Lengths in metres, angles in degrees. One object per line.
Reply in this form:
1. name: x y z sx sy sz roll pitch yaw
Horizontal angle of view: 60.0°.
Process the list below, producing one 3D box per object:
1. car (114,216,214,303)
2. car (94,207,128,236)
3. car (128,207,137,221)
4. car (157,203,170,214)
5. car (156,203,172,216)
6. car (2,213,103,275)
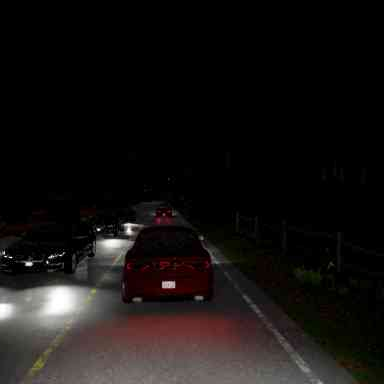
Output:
1. car: -0.648 1.612 8.626 1.882 1.535 5.008 0 -1 -5
2. car: -5.303 1.849 20.562 1.837 1.490 4.892 0 -1 -5
3. car: -6.156 2.085 30.442 1.994 1.385 4.181 0 -1 -5
4. car: -4.220 2.367 49.496 1.837 1.490 4.892 0 -1 -5
5. car: -3.351 2.286 39.561 1.895 1.301 4.718 0 -1 -5
6. car: -4.481 1.681 11.135 1.837 1.490 4.892 0 -1 -5
